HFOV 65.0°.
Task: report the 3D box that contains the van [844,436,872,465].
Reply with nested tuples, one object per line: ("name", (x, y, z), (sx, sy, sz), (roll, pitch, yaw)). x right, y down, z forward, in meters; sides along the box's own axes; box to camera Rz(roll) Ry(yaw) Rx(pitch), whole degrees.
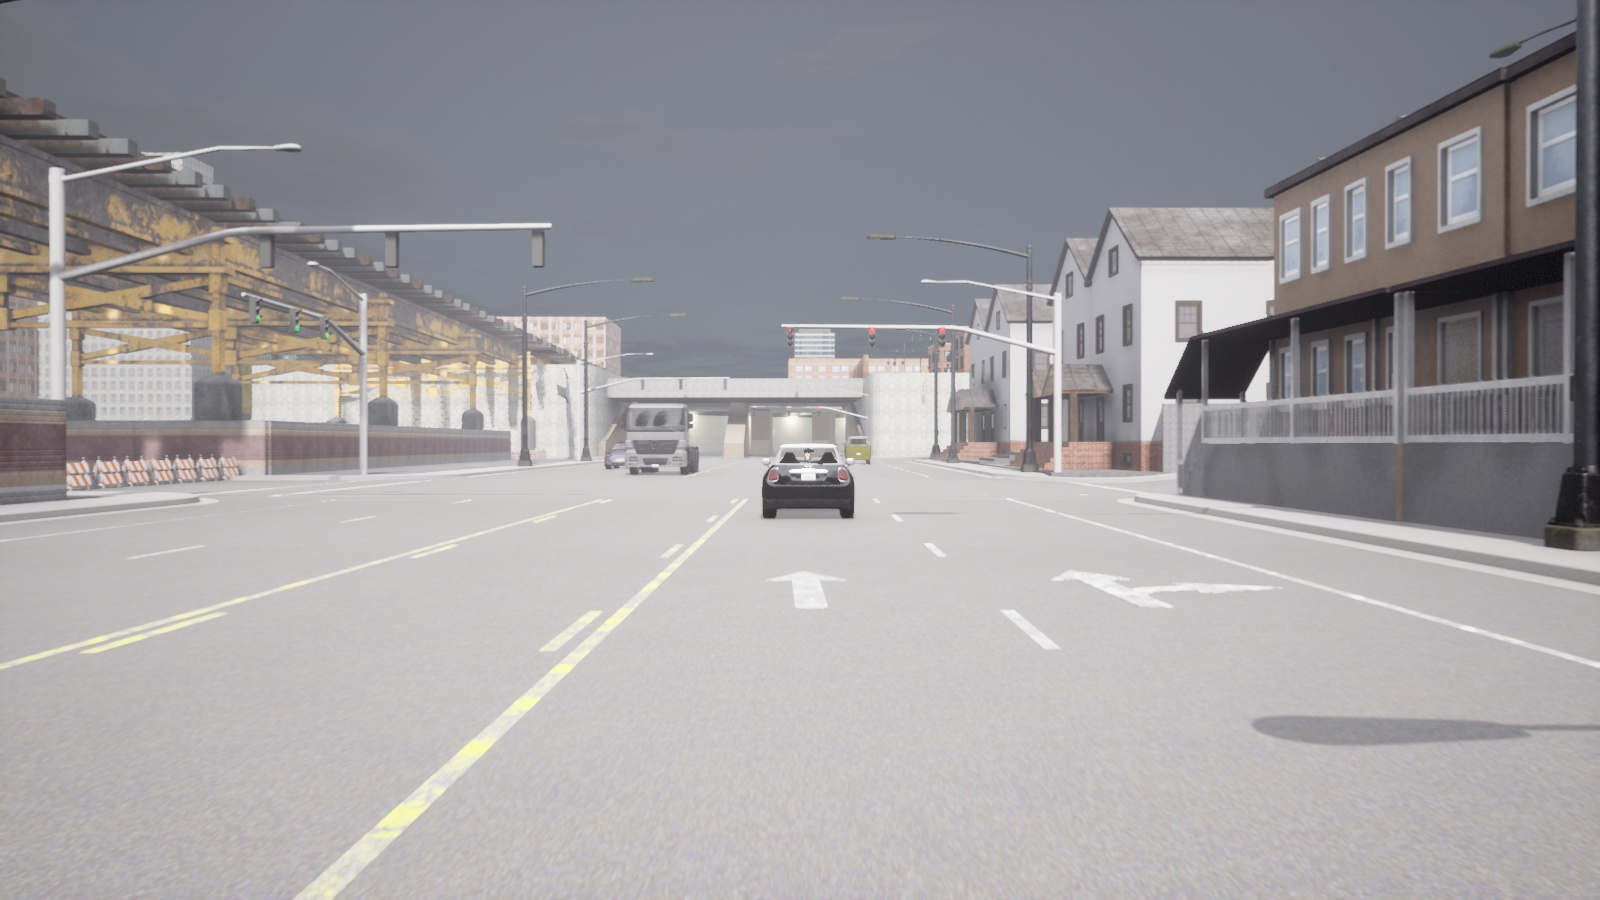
("van", (4.032, 0.006, 88.112), (1.775, 1.987, 4.442), (0, 0, 0))

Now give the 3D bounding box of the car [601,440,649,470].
("car", (-10.060, 0.260, 72.483), (2.033, 1.649, 4.856), (0, 0, 0))

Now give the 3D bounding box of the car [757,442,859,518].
("car", (0.168, 0.565, 26.114), (1.970, 1.475, 3.806), (0, 0, 0))

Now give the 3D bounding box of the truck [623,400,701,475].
("truck", (-6.620, -0.587, 61.531), (2.891, 3.462, 7.936), (0, 0, 0))
